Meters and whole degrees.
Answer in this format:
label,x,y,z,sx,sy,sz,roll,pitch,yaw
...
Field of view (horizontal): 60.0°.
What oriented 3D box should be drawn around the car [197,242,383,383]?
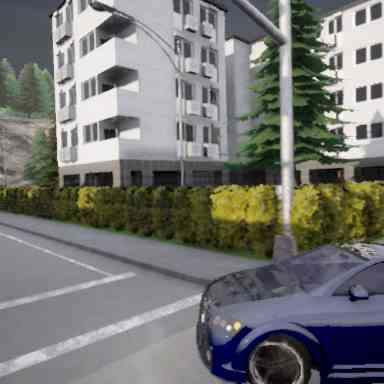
label,x,y,z,sx,sy,sz,roll,pitch,yaw
car,2.143,1.411,4.368,4.181,1.385,1.994,-1,1,-1
